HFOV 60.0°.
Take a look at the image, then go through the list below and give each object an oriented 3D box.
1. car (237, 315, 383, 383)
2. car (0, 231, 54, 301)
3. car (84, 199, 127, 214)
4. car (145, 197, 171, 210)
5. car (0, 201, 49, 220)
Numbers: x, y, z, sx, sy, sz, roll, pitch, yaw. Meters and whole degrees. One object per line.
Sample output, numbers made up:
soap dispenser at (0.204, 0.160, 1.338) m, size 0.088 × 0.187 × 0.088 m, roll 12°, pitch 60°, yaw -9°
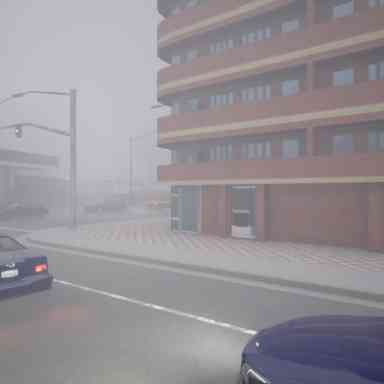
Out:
car at (2.548, 1.536, 2.176) m, size 4.674 × 1.442 × 1.812 m, roll 0°, pitch 0°, yaw 35°
car at (-5.305, 1.545, 7.672) m, size 5.357 × 1.411 × 2.033 m, roll 0°, pitch 0°, yaw 38°
car at (-9.202, 1.494, 35.609) m, size 1.882 × 1.535 × 5.008 m, roll 0°, pitch 0°, yaw 34°
car at (-4.011, 1.389, 43.221) m, size 2.097 × 1.767 × 4.553 m, roll 0°, pitch 0°, yaw 34°
car at (-14.393, 1.523, 27.967) m, size 1.812 × 1.442 × 4.674 m, roll 0°, pitch 0°, yaw 34°
